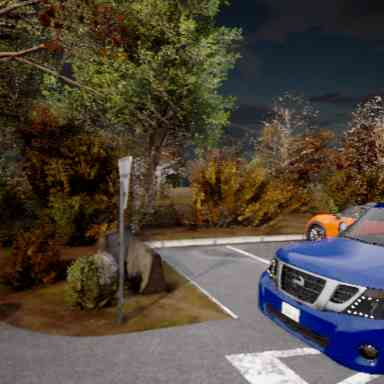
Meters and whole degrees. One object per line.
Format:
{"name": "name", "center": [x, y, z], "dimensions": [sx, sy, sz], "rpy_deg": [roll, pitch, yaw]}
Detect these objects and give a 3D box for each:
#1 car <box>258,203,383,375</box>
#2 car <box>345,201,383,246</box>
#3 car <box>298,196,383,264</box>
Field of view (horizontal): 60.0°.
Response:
{"name": "car", "center": [3.768, 1.139, 5.056], "dimensions": [5.566, 2.045, 2.150], "rpy_deg": [1, 2, -22]}
{"name": "car", "center": [8.469, 1.285, 12.205], "dimensions": [2.097, 1.535, 5.008], "rpy_deg": [1, 2, -23]}
{"name": "car", "center": [5.991, 1.127, 11.138], "dimensions": [2.185, 1.767, 4.553], "rpy_deg": [1, 2, -23]}
